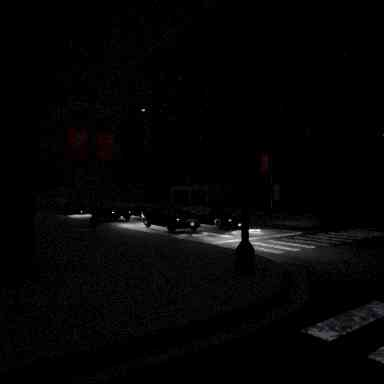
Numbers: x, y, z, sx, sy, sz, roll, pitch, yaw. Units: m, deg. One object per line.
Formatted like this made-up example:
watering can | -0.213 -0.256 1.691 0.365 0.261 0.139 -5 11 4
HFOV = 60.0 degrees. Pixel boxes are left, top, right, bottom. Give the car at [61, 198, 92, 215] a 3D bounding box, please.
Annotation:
car | -13.038 1.680 36.832 2.033 1.411 5.357 0 0 -35

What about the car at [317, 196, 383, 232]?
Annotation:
car | 10.697 1.270 20.858 2.150 2.045 5.566 0 0 -36

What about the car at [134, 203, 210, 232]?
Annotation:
car | -1.410 1.548 20.646 2.128 1.511 4.902 0 0 -36

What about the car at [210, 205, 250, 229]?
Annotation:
car | 1.430 1.609 22.323 2.033 1.411 5.357 0 0 -33

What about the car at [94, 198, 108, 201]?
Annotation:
car | -10.537 1.632 38.921 2.128 1.511 4.902 0 0 -36

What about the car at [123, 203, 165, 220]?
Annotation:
car | -4.465 1.701 30.455 1.895 1.301 4.718 0 0 -36

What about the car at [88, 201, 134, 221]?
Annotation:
car | -6.857 1.693 28.221 1.895 1.301 4.718 0 0 -36

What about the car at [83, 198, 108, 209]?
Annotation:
car | -14.781 1.683 50.703 2.128 1.511 4.902 0 0 -36
